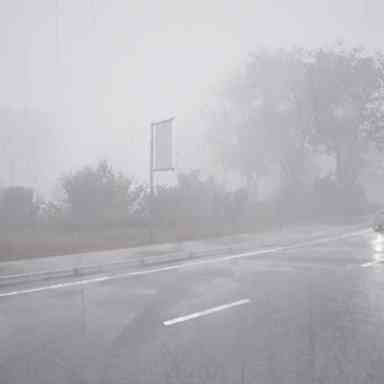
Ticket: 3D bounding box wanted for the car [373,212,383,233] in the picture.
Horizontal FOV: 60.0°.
[{"bbox_3d":[11.913,1.595,18.979,1.994,1.385,4.181,0,0,45],"label":"car"}]
